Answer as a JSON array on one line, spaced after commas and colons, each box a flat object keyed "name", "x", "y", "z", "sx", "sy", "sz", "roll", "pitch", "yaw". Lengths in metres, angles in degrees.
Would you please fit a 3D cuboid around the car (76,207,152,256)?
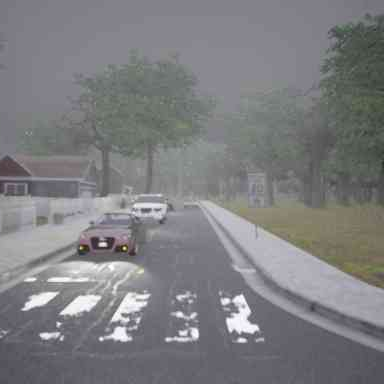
[{"name": "car", "x": -2.898, "y": 1.506, "z": 12.799, "sx": 1.994, "sy": 1.385, "sz": 4.181, "roll": 0, "pitch": 0, "yaw": 0}]

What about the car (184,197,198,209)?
[{"name": "car", "x": -0.132, "y": 1.515, "z": 44.413, "sx": 1.895, "sy": 1.301, "sz": 4.718, "roll": 0, "pitch": 0, "yaw": 0}]

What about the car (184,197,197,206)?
[{"name": "car", "x": -0.229, "y": 1.469, "z": 54.478, "sx": 1.994, "sy": 1.385, "sz": 4.181, "roll": 0, "pitch": 0, "yaw": 0}]

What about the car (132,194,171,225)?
[{"name": "car", "x": -2.943, "y": 1.138, "z": 23.743, "sx": 2.150, "sy": 2.045, "sz": 5.566, "roll": 0, "pitch": 0, "yaw": 0}]

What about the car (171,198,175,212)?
[{"name": "car", "x": -2.984, "y": 1.374, "z": 37.515, "sx": 1.882, "sy": 1.535, "sz": 5.008, "roll": 0, "pitch": 0, "yaw": 0}]
